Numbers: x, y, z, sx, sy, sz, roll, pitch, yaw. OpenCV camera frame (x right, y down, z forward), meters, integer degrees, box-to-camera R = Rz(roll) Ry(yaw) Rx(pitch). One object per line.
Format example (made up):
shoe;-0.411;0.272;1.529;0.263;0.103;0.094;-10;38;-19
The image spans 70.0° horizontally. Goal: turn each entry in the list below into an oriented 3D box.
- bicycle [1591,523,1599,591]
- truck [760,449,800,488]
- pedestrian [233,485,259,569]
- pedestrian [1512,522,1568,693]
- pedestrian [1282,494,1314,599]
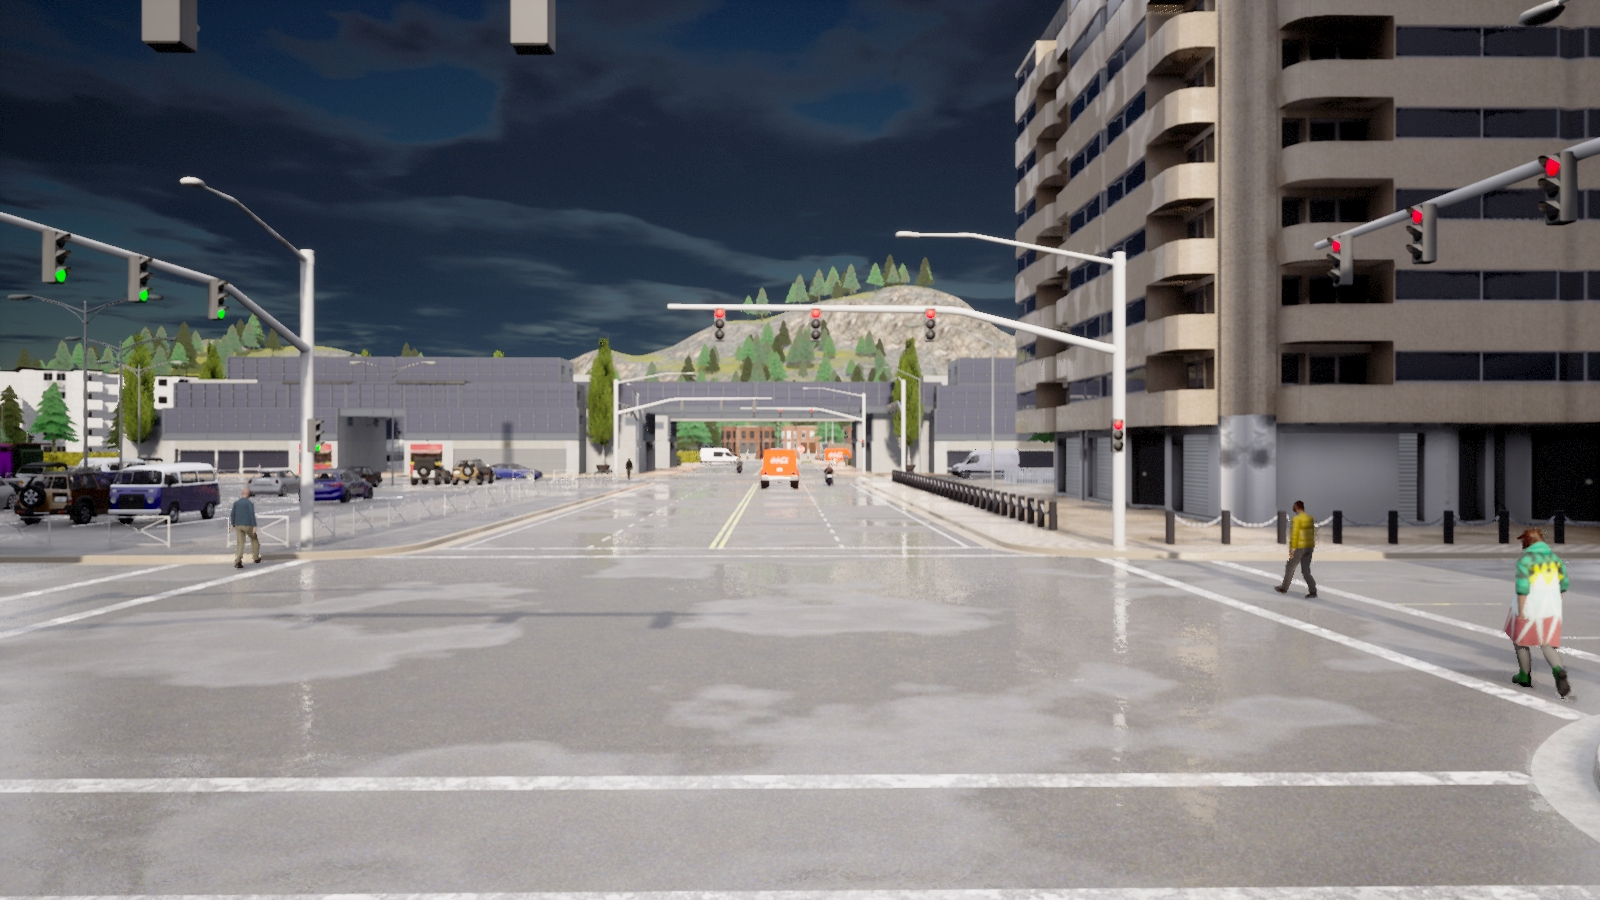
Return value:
bicycle;16.066;2.036;21.724;1.835;1.271;0.329;0;0;-1
truck;-1.366;1.288;77.046;2.627;2.467;5.204;0;-3;-1
pedestrian;-12.360;1.712;25.495;0.375;1.860;0.375;0;0;6
pedestrian;8.298;1.753;12.815;0.375;1.860;0.375;0;0;0
pedestrian;8.985;1.735;20.628;0.375;1.860;0.375;0;0;-15
